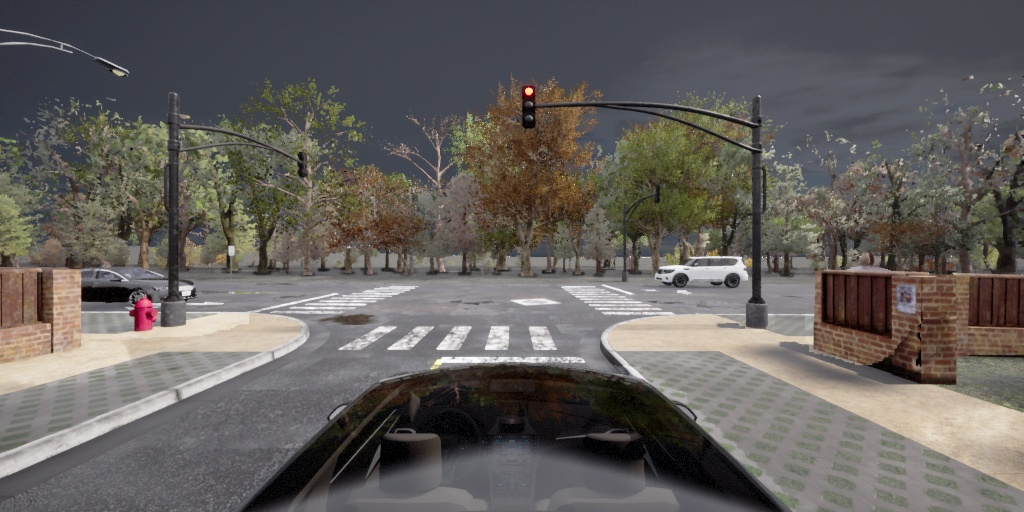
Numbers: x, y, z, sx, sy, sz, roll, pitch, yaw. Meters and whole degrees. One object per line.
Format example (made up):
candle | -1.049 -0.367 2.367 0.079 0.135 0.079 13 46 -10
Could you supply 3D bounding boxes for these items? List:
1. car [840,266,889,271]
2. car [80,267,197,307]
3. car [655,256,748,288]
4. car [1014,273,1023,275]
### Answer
car | 23.092 1.367 23.937 4.674 1.442 1.812 0 0 0
car | -15.118 1.183 13.946 4.902 1.511 2.128 0 0 0
car | 12.560 1.028 23.900 5.566 2.045 2.150 0 0 2
car | 36.506 1.385 23.935 4.892 1.490 1.837 -1 0 0
